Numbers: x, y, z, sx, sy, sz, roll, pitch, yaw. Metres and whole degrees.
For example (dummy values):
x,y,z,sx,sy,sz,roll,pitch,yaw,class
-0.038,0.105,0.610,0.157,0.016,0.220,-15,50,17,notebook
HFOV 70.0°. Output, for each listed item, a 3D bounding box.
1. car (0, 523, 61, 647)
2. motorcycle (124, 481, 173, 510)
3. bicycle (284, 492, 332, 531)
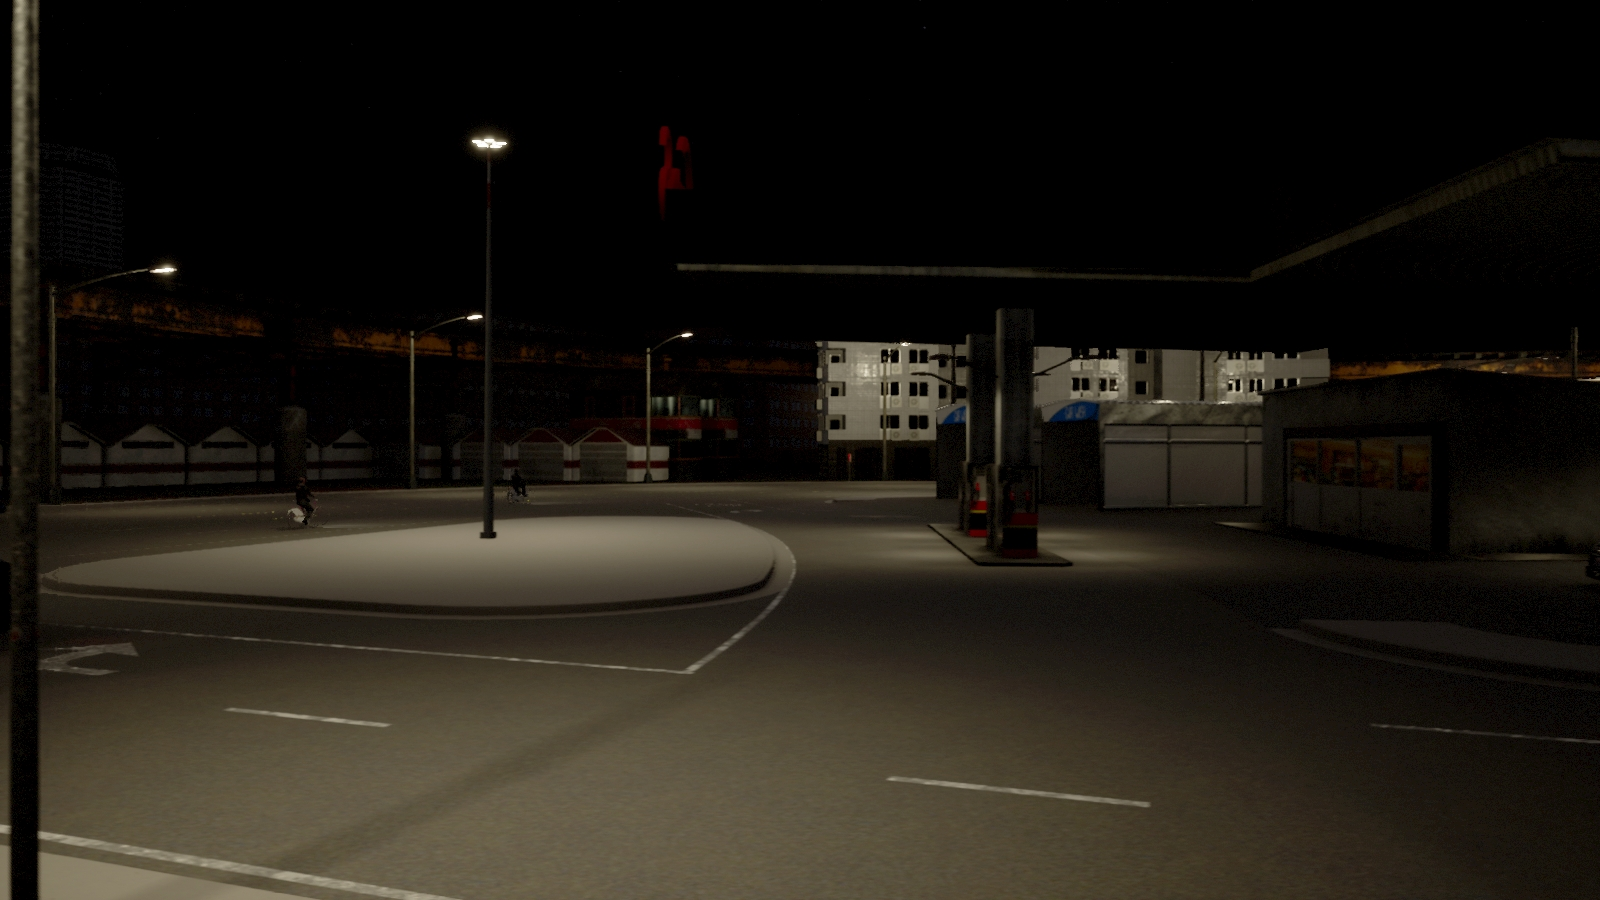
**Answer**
x,y,z,sx,sy,sz,roll,pitch,yaw,class
-13.654,1.920,16.655,5.238,1.638,2.097,0,0,20,car
-29.208,2.023,51.270,0.856,1.236,1.805,0,0,19,motorcycle
-16.806,2.088,39.056,0.329,1.196,1.835,0,0,20,bicycle
